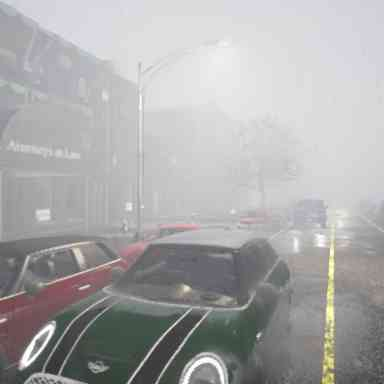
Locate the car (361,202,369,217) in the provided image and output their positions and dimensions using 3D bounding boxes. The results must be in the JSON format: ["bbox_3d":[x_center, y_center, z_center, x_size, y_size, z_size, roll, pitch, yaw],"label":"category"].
[{"bbox_3d":[20.377,2.092,37.163,1.802,1.307,4.206,0,-1,23],"label":"car"}]

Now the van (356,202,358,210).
[{"bbox_3d":[24.740,1.980,47.369,1.690,1.788,3.998,0,-1,23],"label":"van"}]

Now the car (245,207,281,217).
[{"bbox_3d":[3.947,1.796,20.051,1.802,1.307,4.206,0,-1,23],"label":"car"}]

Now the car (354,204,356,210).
[{"bbox_3d":[29.169,2.295,57.725,1.752,1.417,4.829,0,-1,23],"label":"car"}]

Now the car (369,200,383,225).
[{"bbox_3d":[16.015,1.696,26.965,2.192,1.841,5.009,0,-1,23],"label":"car"}]

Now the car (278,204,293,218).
[{"bbox_3d":[6.127,1.829,25.153,2.008,1.369,4.403,0,-1,23],"label":"car"}]

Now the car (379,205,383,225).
[{"bbox_3d":[13.901,1.844,22.015,1.752,1.417,4.829,0,-1,23],"label":"car"}]

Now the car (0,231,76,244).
[{"bbox_3d":[-2.597,1.459,4.750,1.967,1.590,4.097,0,-1,23],"label":"car"}]

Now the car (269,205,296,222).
[{"bbox_3d":[8.309,1.925,30.254,1.802,1.307,4.206,0,-1,23],"label":"car"}]

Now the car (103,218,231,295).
[{"bbox_3d":[-0.415,1.629,9.850,1.887,1.381,4.507,0,-1,23],"label":"car"}]

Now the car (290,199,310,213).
[{"bbox_3d":[14.852,1.852,45.561,2.192,1.841,5.009,0,-1,23],"label":"car"}]

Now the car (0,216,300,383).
[{"bbox_3d":[0.077,1.392,4.398,2.097,1.767,4.553,0,-1,23],"label":"car"}]

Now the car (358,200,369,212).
[{"bbox_3d":[22.626,2.102,42.421,1.752,1.417,4.829,0,-1,23],"label":"car"}]

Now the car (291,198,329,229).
[{"bbox_3d":[8.925,1.520,24.841,2.150,2.045,5.566,0,0,23],"label":"car"}]
